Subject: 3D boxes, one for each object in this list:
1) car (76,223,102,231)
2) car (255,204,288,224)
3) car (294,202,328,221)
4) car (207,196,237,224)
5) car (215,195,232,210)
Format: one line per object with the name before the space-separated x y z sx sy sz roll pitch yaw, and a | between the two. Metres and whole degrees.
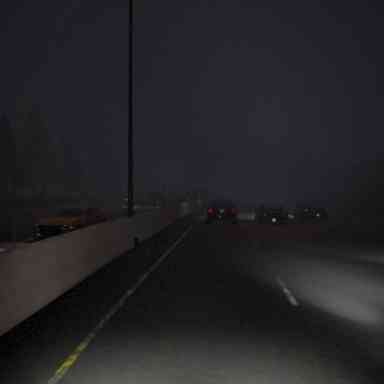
car | -5.826 1.436 16.657 1.882 1.535 5.008 0 0 6
car | 5.729 1.573 24.475 1.895 1.301 4.718 0 0 6
car | 9.476 1.502 26.715 1.812 1.442 4.674 0 0 6
car | 2.235 1.315 24.642 2.097 1.767 4.553 0 0 6
car | 4.009 1.290 42.097 2.097 1.767 4.553 0 0 6
